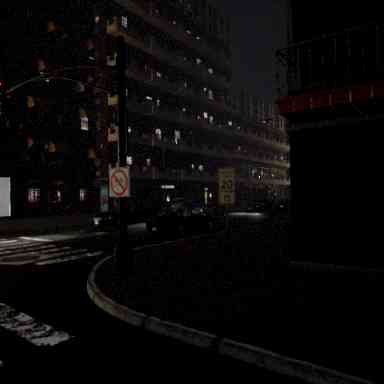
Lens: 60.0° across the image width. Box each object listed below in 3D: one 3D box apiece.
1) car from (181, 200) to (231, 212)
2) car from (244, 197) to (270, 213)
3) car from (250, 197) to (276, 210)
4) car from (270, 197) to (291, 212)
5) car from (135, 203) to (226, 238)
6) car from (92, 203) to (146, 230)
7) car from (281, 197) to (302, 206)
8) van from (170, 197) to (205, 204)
[{"bbox_3d":[1.404,1.574,28.608,1.895,1.301,4.718,-1,-1,36],"label":"car"},{"bbox_3d":[7.458,1.478,37.012,1.812,1.442,4.674,-1,-1,36],"label":"car"},{"bbox_3d":[9.428,1.431,43.993,1.967,1.590,4.097,-1,-1,36],"label":"car"},{"bbox_3d":[10.484,1.452,36.187,1.994,1.385,4.181,-1,-1,36],"label":"car"},{"bbox_3d":[-0.433,1.435,16.780,2.008,1.369,4.403,-1,-1,36],"label":"car"},{"bbox_3d":[-4.063,1.486,21.028,2.128,1.511,4.902,-1,-1,35],"label":"car"},{"bbox_3d":[15.835,1.496,52.899,1.752,1.417,4.829,-1,-1,36],"label":"car"},{"bbox_3d":[-0.330,1.365,30.425,1.690,1.788,3.998,-1,-1,36],"label":"van"}]
